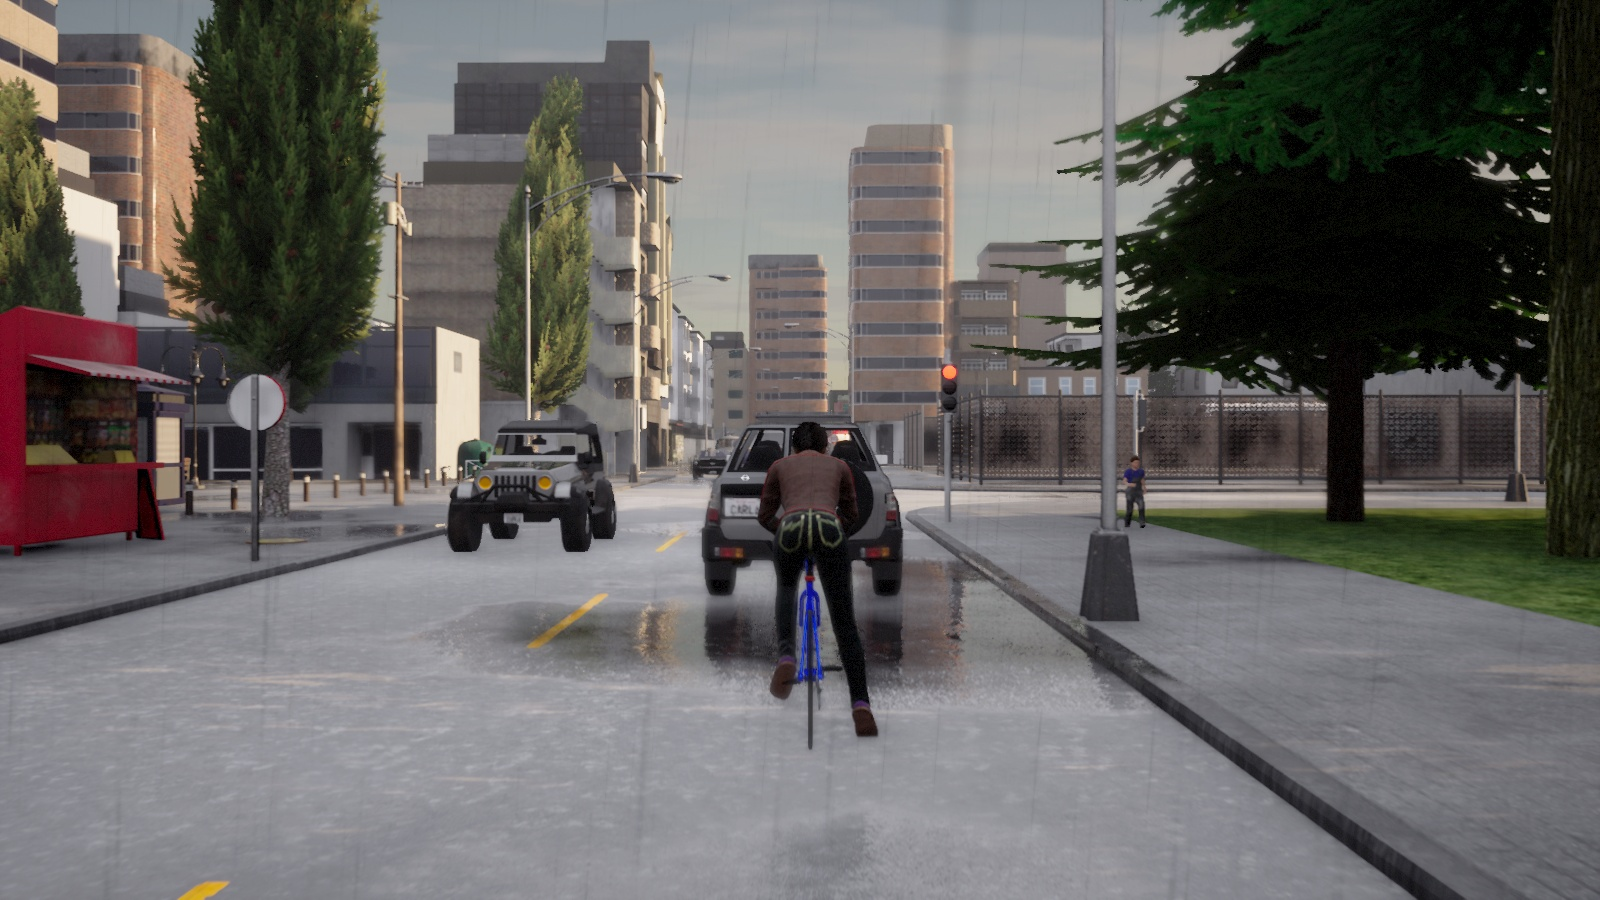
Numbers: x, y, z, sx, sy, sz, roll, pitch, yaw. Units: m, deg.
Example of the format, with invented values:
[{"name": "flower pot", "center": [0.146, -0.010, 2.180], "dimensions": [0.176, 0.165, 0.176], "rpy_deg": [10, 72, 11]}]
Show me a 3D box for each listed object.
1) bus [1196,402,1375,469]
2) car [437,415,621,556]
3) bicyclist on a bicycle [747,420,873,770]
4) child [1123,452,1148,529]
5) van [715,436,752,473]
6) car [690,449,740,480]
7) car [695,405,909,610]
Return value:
[{"name": "bus", "center": [31.805, -0.931, 82.710], "dimensions": [10.273, 4.253, 3.944], "rpy_deg": [0, 0, 4]}, {"name": "car", "center": [-3.895, 0.465, 18.703], "dimensions": [1.905, 1.878, 3.866], "rpy_deg": [0, 0, 0]}, {"name": "bicyclist on a bicycle", "center": [0.052, 0.673, 6.645], "dimensions": [0.582, 1.620, 1.656], "rpy_deg": [0, 0, 0]}, {"name": "child", "center": [5.548, 0.659, 20.768], "dimensions": [0.270, 1.263, 0.437], "rpy_deg": [0, 0, -3]}, {"name": "van", "center": [-3.680, 0.220, 69.816], "dimensions": [1.775, 1.987, 4.442], "rpy_deg": [0, 0, 0]}, {"name": "car", "center": [-3.737, 0.622, 56.063], "dimensions": [1.895, 1.301, 4.718], "rpy_deg": [0, 0, 0]}, {"name": "car", "center": [0.066, 0.509, 13.677], "dimensions": [1.932, 1.855, 4.605], "rpy_deg": [0, 0, 1]}]
